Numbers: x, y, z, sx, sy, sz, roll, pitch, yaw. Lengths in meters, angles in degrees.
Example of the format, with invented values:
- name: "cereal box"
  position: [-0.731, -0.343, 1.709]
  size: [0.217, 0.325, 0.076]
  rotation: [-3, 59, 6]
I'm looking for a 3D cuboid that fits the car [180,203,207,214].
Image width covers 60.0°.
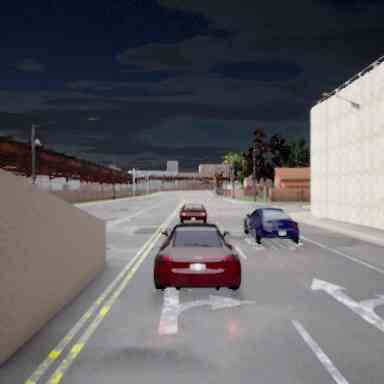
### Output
- name: "car"
  position: [0.096, 1.475, 24.108]
  size: [1.895, 1.301, 4.718]
  rotation: [0, 0, 0]

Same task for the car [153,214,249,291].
- name: "car"
  position: [0.103, 1.516, 8.916]
  size: [1.994, 1.385, 4.181]
  rotation: [0, 0, -1]

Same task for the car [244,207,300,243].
- name: "car"
  position: [3.598, 1.444, 15.516]
  size: [1.812, 1.442, 4.674]
  rotation: [0, 0, 0]
